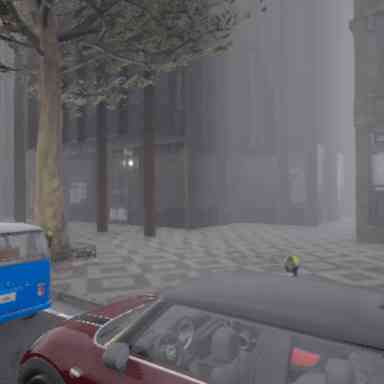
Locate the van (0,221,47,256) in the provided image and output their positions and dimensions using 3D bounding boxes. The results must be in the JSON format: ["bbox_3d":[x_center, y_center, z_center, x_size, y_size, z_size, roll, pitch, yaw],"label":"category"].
[{"bbox_3d":[-4.330,1.406,6.174,3.998,1.788,1.690,-1,0,36],"label":"van"}]

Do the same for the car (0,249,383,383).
[{"bbox_3d":[0.260,1.453,2.896,4.097,1.590,1.967,-1,0,36],"label":"car"}]
